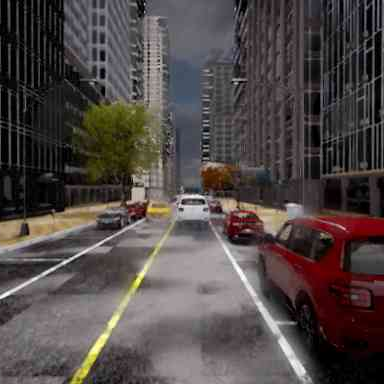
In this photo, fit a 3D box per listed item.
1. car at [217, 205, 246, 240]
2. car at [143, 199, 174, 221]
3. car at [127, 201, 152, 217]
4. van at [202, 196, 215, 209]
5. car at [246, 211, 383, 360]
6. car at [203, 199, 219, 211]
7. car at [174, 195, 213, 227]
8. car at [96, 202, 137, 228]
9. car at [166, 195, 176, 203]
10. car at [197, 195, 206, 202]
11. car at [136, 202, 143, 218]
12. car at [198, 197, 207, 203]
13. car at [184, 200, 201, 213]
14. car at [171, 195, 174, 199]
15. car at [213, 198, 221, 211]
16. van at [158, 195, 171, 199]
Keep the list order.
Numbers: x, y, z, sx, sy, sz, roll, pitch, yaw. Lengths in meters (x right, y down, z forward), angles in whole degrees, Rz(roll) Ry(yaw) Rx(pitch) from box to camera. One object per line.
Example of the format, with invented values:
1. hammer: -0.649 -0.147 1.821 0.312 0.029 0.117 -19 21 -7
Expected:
1. car: 2.545 1.619 17.323 1.887 1.381 4.507 -1 0 0
2. car: -2.765 1.637 28.827 1.882 1.535 5.008 0 0 0
3. car: -5.345 1.692 34.232 1.887 1.381 4.507 -1 0 0
4. van: 2.523 1.562 51.216 1.690 1.788 3.998 -1 0 0
5. car: 2.548 1.341 6.026 2.192 1.841 5.009 -1 0 0
6. car: 2.529 1.741 45.566 1.887 1.381 4.507 -1 0 0
7. car: 0.087 1.319 23.600 2.150 2.045 5.566 0 -1 0
8. car: -5.338 1.649 22.935 2.008 1.369 4.403 -1 0 0
9. car: -5.376 1.683 85.072 2.192 1.841 5.009 -1 0 0
10. car: 2.500 1.707 90.757 2.192 1.841 5.009 -1 0 0
11. car: -5.341 1.705 28.584 1.802 1.307 4.206 -1 0 0
12. car: 2.510 1.895 79.459 2.008 1.369 4.403 -1 0 0
13. car: 0.078 1.725 41.156 2.033 1.411 5.357 0 0 0
14. car: -5.366 1.885 73.773 1.947 1.339 4.313 -1 0 0
15. car: 2.531 1.612 39.918 1.967 1.590 4.097 -1 0 0
16. van: -5.363 1.611 62.477 1.690 1.788 3.998 -1 0 0
